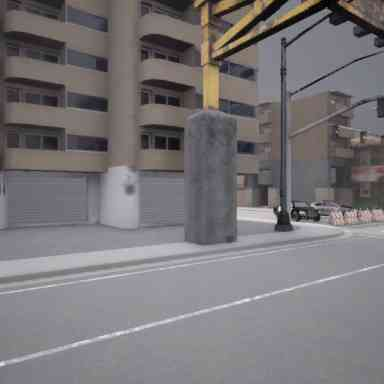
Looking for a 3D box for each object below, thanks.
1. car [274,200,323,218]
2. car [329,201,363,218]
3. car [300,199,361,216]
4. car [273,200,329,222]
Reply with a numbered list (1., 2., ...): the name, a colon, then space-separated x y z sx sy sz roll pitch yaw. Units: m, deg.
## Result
1. car: 8.321 1.295 26.449 1.853 1.218 4.536 0 0 -10
2. car: 11.915 1.453 28.533 4.974 1.542 2.038 0 0 35
3. car: 11.872 1.295 28.562 4.536 1.218 1.853 0 0 35
4. car: 8.331 1.453 26.398 2.038 1.542 4.974 0 0 -10
